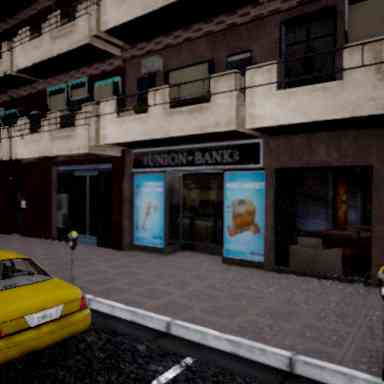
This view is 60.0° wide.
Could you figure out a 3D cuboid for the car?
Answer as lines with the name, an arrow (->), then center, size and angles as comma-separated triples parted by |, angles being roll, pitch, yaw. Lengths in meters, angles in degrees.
car -> -3.726, 1.523, 5.521 | 4.829, 1.417, 1.752 | 0, 1, 36
